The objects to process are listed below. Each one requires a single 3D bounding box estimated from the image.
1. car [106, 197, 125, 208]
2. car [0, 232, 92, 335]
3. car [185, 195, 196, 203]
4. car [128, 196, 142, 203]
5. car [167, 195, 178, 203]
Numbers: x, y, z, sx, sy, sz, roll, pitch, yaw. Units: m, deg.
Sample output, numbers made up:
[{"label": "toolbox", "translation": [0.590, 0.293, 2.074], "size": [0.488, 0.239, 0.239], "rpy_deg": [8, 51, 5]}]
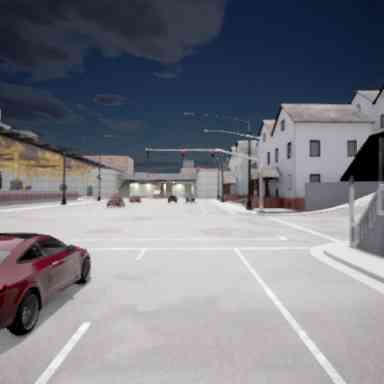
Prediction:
[{"label": "car", "translation": [-10.802, 1.446, 47.191], "size": [1.812, 1.442, 4.674], "rpy_deg": [0, 0, 0]}, {"label": "car", "translation": [-3.451, 1.515, 6.560], "size": [1.812, 1.442, 4.674], "rpy_deg": [0, 0, 0]}, {"label": "car", "translation": [-0.315, 1.378, 65.871], "size": [2.128, 1.511, 4.902], "rpy_deg": [0, 0, 0]}, {"label": "car", "translation": [-10.825, 1.419, 63.491], "size": [1.812, 1.442, 4.674], "rpy_deg": [0, 0, 0]}, {"label": "car", "translation": [-3.813, 1.396, 65.854], "size": [1.837, 1.490, 4.892], "rpy_deg": [0, 0, 0]}]
